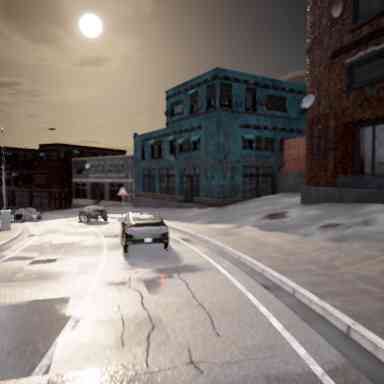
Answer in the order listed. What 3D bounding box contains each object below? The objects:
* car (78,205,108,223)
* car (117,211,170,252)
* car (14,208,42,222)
[{"bbox_3d":[-9.399,2.027,31.286,1.837,1.490,4.892,-2,-1,-32],"label":"car"},{"bbox_3d":[-2.188,1.592,14.624,2.128,1.511,4.902,-1,-1,-14],"label":"car"},{"bbox_3d":[-18.396,2.557,37.245,2.128,1.511,4.902,-3,-1,-43],"label":"car"}]
